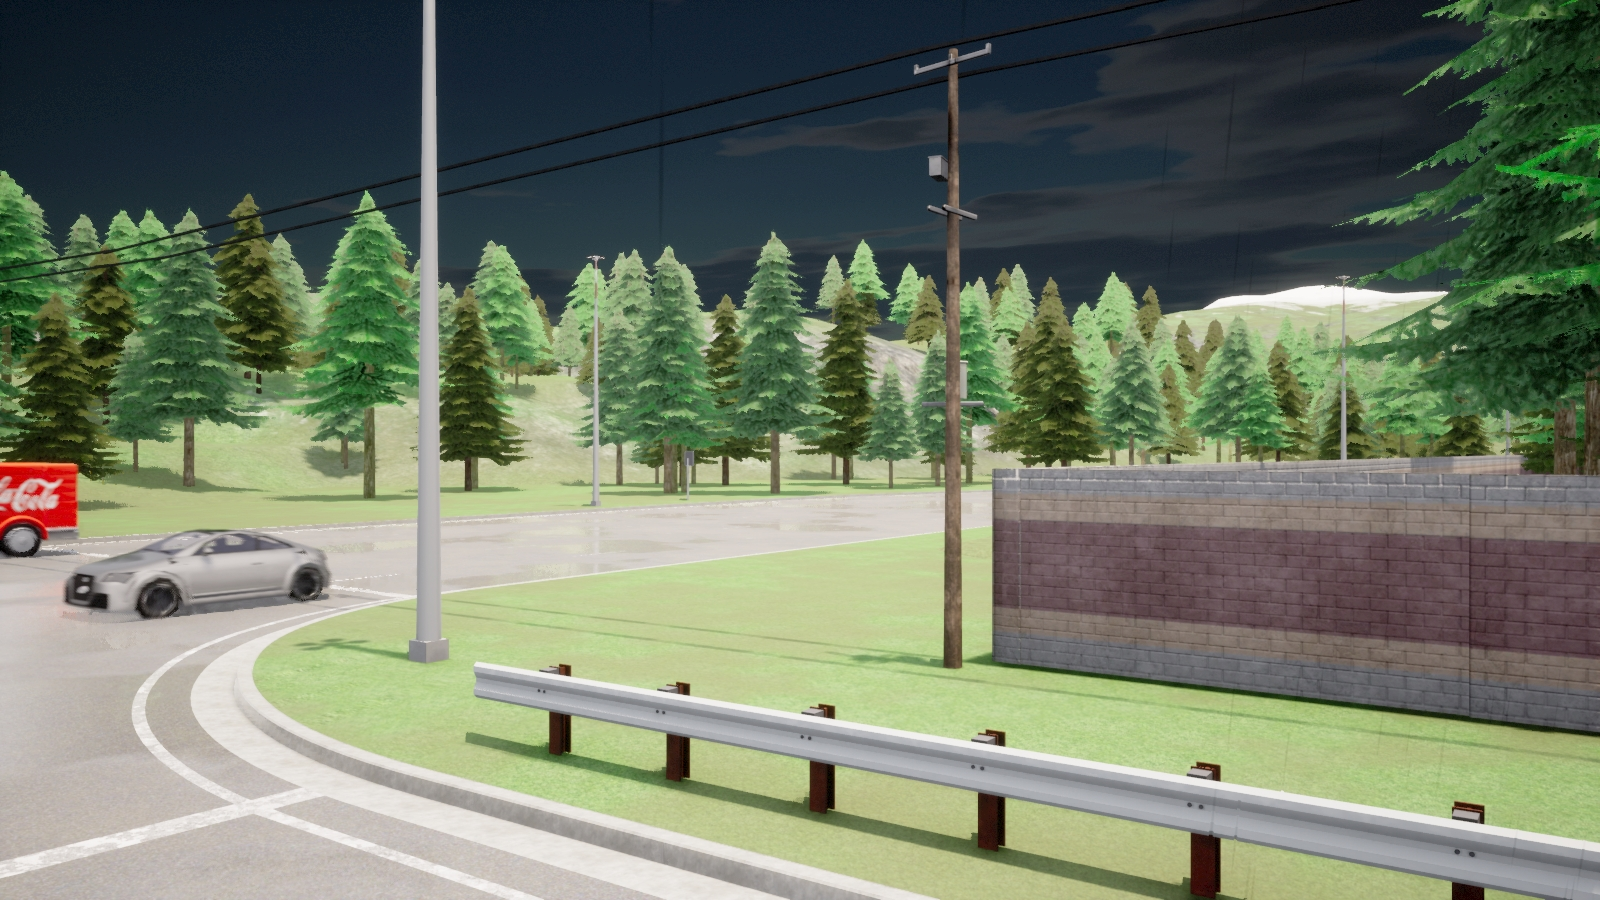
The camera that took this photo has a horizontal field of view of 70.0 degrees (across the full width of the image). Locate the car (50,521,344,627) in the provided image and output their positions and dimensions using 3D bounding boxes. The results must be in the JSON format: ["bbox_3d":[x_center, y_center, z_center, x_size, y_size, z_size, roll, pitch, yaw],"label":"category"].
[{"bbox_3d":[-10.599,2.105,20.355,1.994,1.385,4.181,0,0,35],"label":"car"}]

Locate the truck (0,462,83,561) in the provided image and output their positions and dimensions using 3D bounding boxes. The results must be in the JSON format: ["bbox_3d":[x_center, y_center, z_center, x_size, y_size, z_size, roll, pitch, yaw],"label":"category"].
[{"bbox_3d":[-21.627,1.550,29.001,2.627,2.467,5.204,0,0,36],"label":"truck"}]

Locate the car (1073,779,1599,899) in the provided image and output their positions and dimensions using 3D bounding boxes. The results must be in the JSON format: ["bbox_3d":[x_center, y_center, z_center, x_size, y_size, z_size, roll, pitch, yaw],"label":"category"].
[{"bbox_3d":[3.010,1.982,1.681,5.238,1.638,2.097,0,0,35],"label":"car"}]
